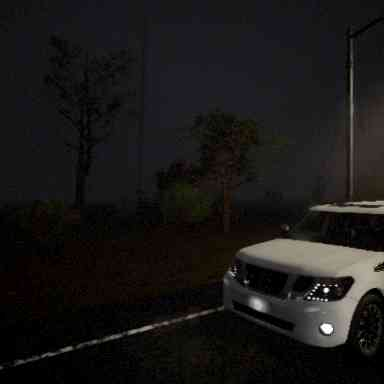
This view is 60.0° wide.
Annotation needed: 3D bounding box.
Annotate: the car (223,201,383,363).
[{"bbox_3d":[3.167,1.220,6.246,5.566,2.045,2.150,0,0,-35],"label":"car"}]
